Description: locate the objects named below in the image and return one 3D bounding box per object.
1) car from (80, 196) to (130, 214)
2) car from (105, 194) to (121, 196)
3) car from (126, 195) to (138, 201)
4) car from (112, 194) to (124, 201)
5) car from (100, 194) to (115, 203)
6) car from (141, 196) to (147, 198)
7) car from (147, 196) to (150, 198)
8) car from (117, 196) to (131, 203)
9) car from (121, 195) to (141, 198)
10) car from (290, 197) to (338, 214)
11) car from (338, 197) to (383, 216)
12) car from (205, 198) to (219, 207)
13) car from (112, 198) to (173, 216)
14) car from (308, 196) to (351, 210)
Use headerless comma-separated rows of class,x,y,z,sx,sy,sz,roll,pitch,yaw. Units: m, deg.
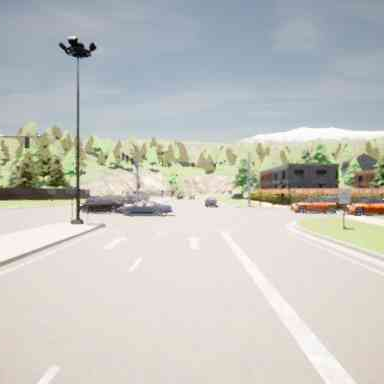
car,-9.479,1.495,35.087,5.008,1.535,1.882,0,0,-1
car,-14.987,1.580,63.399,2.033,1.411,5.357,0,0,0
car,-14.983,1.582,83.838,2.033,1.411,5.357,0,0,0
car,-18.483,1.397,83.242,2.097,1.767,4.553,0,0,0
car,-18.485,1.392,73.015,2.097,1.767,4.553,0,0,0
car,-11.485,1.631,71.938,1.895,1.301,4.718,0,0,0
car,-11.483,1.581,82.420,2.033,1.411,5.357,0,0,0
car,-14.985,1.577,73.426,2.033,1.411,5.357,0,0,0
car,-11.487,1.384,63.112,2.097,1.767,4.553,0,0,0
car,12.812,1.368,35.313,4.553,1.767,2.097,0,0,-1
car,16.961,1.366,31.855,4.553,1.767,2.097,0,0,-1
car,3.096,1.573,51.797,2.033,1.411,5.357,0,0,6
car,-4.441,1.563,31.638,5.357,1.411,2.033,0,0,-1
car,17.435,1.373,42.388,4.553,1.767,2.097,0,0,0
